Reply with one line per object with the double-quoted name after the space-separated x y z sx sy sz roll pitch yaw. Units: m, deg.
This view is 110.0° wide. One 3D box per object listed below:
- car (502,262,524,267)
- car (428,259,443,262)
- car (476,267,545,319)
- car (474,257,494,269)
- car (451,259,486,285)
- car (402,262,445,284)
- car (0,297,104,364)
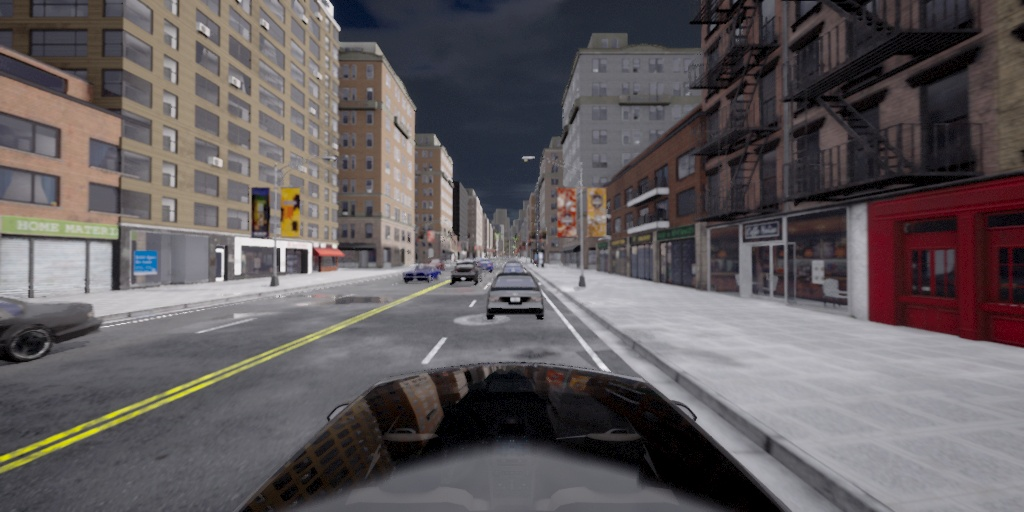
0.104 1.238 32.474 2.033 1.411 5.357 0 0 0 "car"
-9.841 1.146 45.618 1.882 1.535 5.008 0 0 0 "car"
0.097 1.276 12.653 2.033 1.411 5.357 0 0 0 "car"
-3.145 1.199 42.590 1.812 1.442 4.674 0 0 0 "car"
-3.147 1.208 25.554 1.837 1.490 4.892 0 0 0 "car"
-6.597 1.302 26.596 1.895 1.301 4.718 0 0 0 "car"
-9.850 1.290 5.361 2.033 1.411 5.357 0 0 0 "car"
